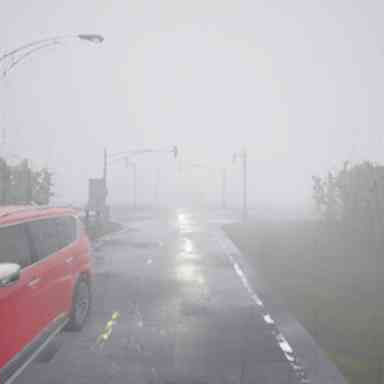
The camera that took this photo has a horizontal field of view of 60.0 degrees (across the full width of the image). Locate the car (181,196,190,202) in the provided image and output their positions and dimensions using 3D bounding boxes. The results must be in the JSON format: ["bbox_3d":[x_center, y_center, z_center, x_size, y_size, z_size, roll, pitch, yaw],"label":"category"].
[{"bbox_3d":[-1.756,1.811,87.587,2.097,1.767,4.553,0,0,-3],"label":"car"}]

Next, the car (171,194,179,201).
[{"bbox_3d":[-4.748,1.461,91.678,2.097,1.767,4.553,0,0,-3],"label":"car"}]

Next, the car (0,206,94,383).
[{"bbox_3d":[-2.854,1.239,3.932,2.150,2.045,5.566,0,0,0],"label":"car"}]
